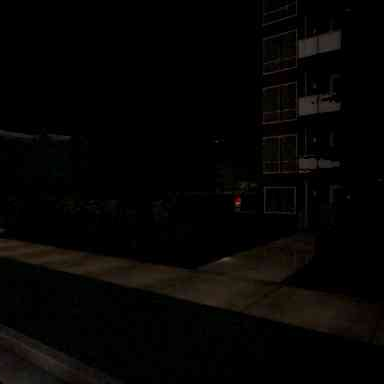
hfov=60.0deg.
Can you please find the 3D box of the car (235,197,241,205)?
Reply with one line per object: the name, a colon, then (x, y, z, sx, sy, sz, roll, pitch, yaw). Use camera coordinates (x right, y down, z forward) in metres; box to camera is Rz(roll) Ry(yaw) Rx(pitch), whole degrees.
car: (9.336, 1.478, 58.051, 1.882, 1.535, 5.008, 0, 0, 36)
